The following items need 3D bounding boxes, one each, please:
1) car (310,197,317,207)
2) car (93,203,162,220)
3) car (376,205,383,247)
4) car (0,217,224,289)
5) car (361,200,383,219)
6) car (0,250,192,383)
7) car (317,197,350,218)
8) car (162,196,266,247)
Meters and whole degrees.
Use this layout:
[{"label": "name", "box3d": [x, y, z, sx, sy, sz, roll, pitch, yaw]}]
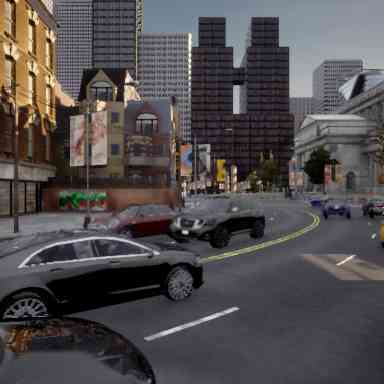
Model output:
[{"label": "car", "box3d": [18.363, 1.451, 47.372, 1.882, 1.535, 5.008, 0, 0, 2]}, {"label": "car", "box3d": [-2.673, 1.337, 15.762, 2.097, 1.767, 4.553, 0, 0, 39]}, {"label": "car", "box3d": [9.412, 1.472, 14.391, 1.882, 1.535, 5.008, 0, 0, 34]}, {"label": "car", "box3d": [-1.946, 1.484, 6.520, 4.902, 1.511, 2.128, 0, 0, -39]}, {"label": "car", "box3d": [16.224, 1.478, 29.233, 2.128, 1.511, 4.902, 0, 0, 16]}, {"label": "car", "box3d": [-2.511, 1.488, 1.805, 4.902, 1.511, 2.128, 0, 0, -34]}, {"label": "car", "box3d": [12.739, 1.336, 29.821, 2.097, 1.767, 4.553, 0, 0, 17]}, {"label": "car", "box3d": [1.411, 1.210, 15.105, 2.150, 2.045, 5.566, 0, 0, 37]}]
